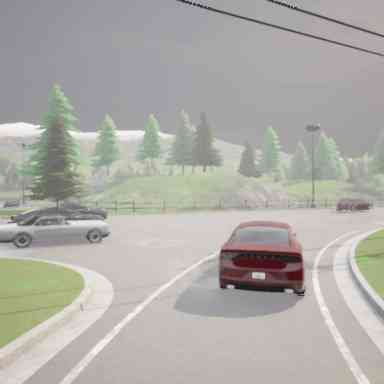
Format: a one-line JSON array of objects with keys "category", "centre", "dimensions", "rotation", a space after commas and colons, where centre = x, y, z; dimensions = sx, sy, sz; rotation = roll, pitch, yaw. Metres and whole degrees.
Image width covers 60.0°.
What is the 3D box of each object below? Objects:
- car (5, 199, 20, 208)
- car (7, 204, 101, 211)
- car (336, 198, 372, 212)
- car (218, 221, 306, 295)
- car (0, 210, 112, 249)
[{"category": "car", "centre": [-27.792, 1.732, 51.395], "dimensions": [2.033, 1.411, 5.357], "rotation": [0, 0, -27]}, {"category": "car", "centre": [-7.235, 1.573, 18.239], "dimensions": [4.892, 1.490, 1.837], "rotation": [0, 0, -28]}, {"category": "car", "centre": [19.841, 1.517, 40.562], "dimensions": [4.553, 1.767, 2.097], "rotation": [0, 0, -28]}, {"category": "car", "centre": [1.965, 1.513, 9.007], "dimensions": [1.882, 1.535, 5.008], "rotation": [0, 0, 15]}, {"category": "car", "centre": [-6.085, 1.655, 14.886], "dimensions": [4.718, 1.301, 1.895], "rotation": [0, 0, -28]}]
